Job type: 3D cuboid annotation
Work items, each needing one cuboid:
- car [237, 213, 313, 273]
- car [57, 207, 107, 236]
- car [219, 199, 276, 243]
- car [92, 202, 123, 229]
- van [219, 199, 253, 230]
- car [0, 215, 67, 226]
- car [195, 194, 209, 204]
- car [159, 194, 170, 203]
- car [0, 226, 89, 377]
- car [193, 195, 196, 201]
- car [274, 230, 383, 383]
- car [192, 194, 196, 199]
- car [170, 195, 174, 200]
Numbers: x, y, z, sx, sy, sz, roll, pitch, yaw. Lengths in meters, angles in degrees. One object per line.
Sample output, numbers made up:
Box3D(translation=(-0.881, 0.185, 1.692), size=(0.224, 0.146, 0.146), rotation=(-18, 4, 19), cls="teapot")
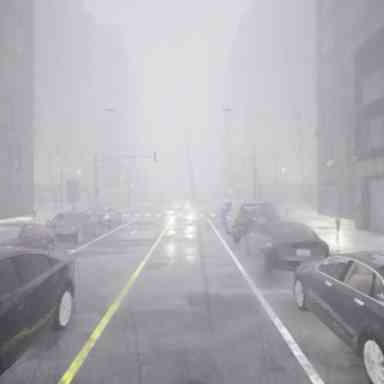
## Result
Box3D(translation=(2.808, 1.574, 10.496), size=(1.947, 1.339, 4.313), rotation=(0, 0, 0), cls="car")
Box3D(translation=(-5.749, 1.605, 15.965), size=(1.947, 1.339, 4.313), rotation=(0, 0, 0), cls="car")
Box3D(translation=(2.776, 1.331, 16.021), size=(2.192, 1.841, 5.009), rotation=(0, 0, 0), cls="car")
Box3D(translation=(-5.781, 1.487, 21.491), size=(1.967, 1.590, 4.097), rotation=(0, 0, 0), cls="car")
Box3D(translation=(2.745, 1.365, 21.544), size=(1.690, 1.788, 3.998), rotation=(0, 0, 0), cls="van")
Box3D(translation=(-5.718, 1.613, 10.441), size=(1.802, 1.307, 4.206), rotation=(0, 0, 0), cls="car")
Box3D(translation=(2.212, 1.555, 65.432), size=(1.967, 1.590, 4.097), rotation=(0, 0, -2), cls="car")
Box3D(translation=(-6.622, 1.606, 76.510), size=(1.967, 1.590, 4.097), rotation=(0, 0, -2), cls="car")
Box3D(translation=(-3.012, 1.492, 4.061), size=(1.882, 1.535, 5.008), rotation=(0, 0, 0), cls="car")
Box3D(translation=(1.900, 1.726, 76.737), size=(1.802, 1.307, 4.206), rotation=(0, 0, -2), cls="car")
Box3D(translation=(2.839, 1.551, 4.973), size=(2.008, 1.369, 4.403), rotation=(0, 0, 0), cls="car")
Box3D(translation=(1.588, 1.760, 88.039), size=(1.802, 1.307, 4.206), rotation=(0, 0, -2), cls="car")
Box3D(translation=(-7.092, 1.542, 93.470), size=(2.192, 1.841, 5.009), rotation=(0, 0, -2), cls="car")
